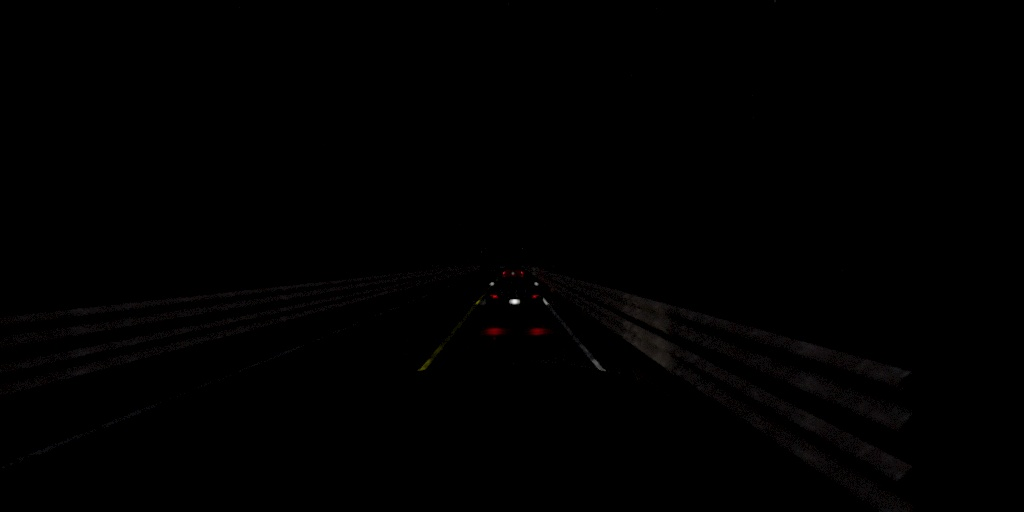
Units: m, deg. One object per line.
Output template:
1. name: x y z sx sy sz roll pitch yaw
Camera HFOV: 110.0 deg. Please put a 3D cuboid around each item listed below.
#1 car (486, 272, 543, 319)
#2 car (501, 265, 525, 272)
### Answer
1. car: 0.090 1.485 13.652 1.994 1.385 4.181 0 -1 0
2. car: 0.091 1.560 32.769 2.097 1.767 4.553 0 -1 0
